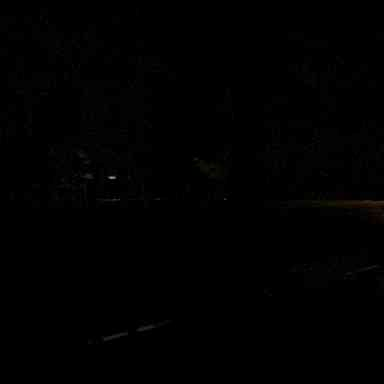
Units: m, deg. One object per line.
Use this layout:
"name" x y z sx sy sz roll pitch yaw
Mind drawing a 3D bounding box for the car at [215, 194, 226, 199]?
"car" 8.239 1.343 91.460 2.033 1.411 5.357 2 -2 -27
